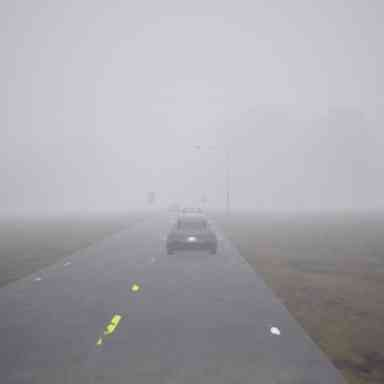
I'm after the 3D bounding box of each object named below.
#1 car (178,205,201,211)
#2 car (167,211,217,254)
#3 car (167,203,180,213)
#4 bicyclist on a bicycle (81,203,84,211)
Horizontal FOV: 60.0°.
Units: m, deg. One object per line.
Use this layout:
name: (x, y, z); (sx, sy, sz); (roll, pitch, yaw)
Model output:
car: (0.002, 2.023, 29.112); (1.895, 1.301, 4.718); (0, -1, 0)
car: (0.003, 1.737, 14.327); (1.994, 1.385, 4.181); (0, -1, 0)
car: (-2.754, 2.454, 52.442); (1.837, 1.490, 4.892); (0, -2, 0)
bicyclist on a bicycle: (-22.617, 3.183, 68.877); (0.582, 1.620, 1.656); (-1, -1, 0)
